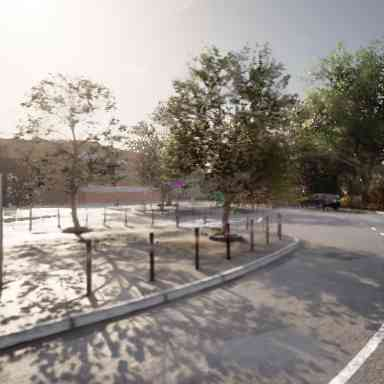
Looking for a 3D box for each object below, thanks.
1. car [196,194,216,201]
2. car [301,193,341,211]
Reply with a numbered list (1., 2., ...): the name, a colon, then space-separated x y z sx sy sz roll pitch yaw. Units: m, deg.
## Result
1. car: 3.921 1.541 95.208 5.566 2.045 2.435 0 0 16
2. car: 15.680 1.175 40.782 2.150 2.045 5.566 0 0 -16
